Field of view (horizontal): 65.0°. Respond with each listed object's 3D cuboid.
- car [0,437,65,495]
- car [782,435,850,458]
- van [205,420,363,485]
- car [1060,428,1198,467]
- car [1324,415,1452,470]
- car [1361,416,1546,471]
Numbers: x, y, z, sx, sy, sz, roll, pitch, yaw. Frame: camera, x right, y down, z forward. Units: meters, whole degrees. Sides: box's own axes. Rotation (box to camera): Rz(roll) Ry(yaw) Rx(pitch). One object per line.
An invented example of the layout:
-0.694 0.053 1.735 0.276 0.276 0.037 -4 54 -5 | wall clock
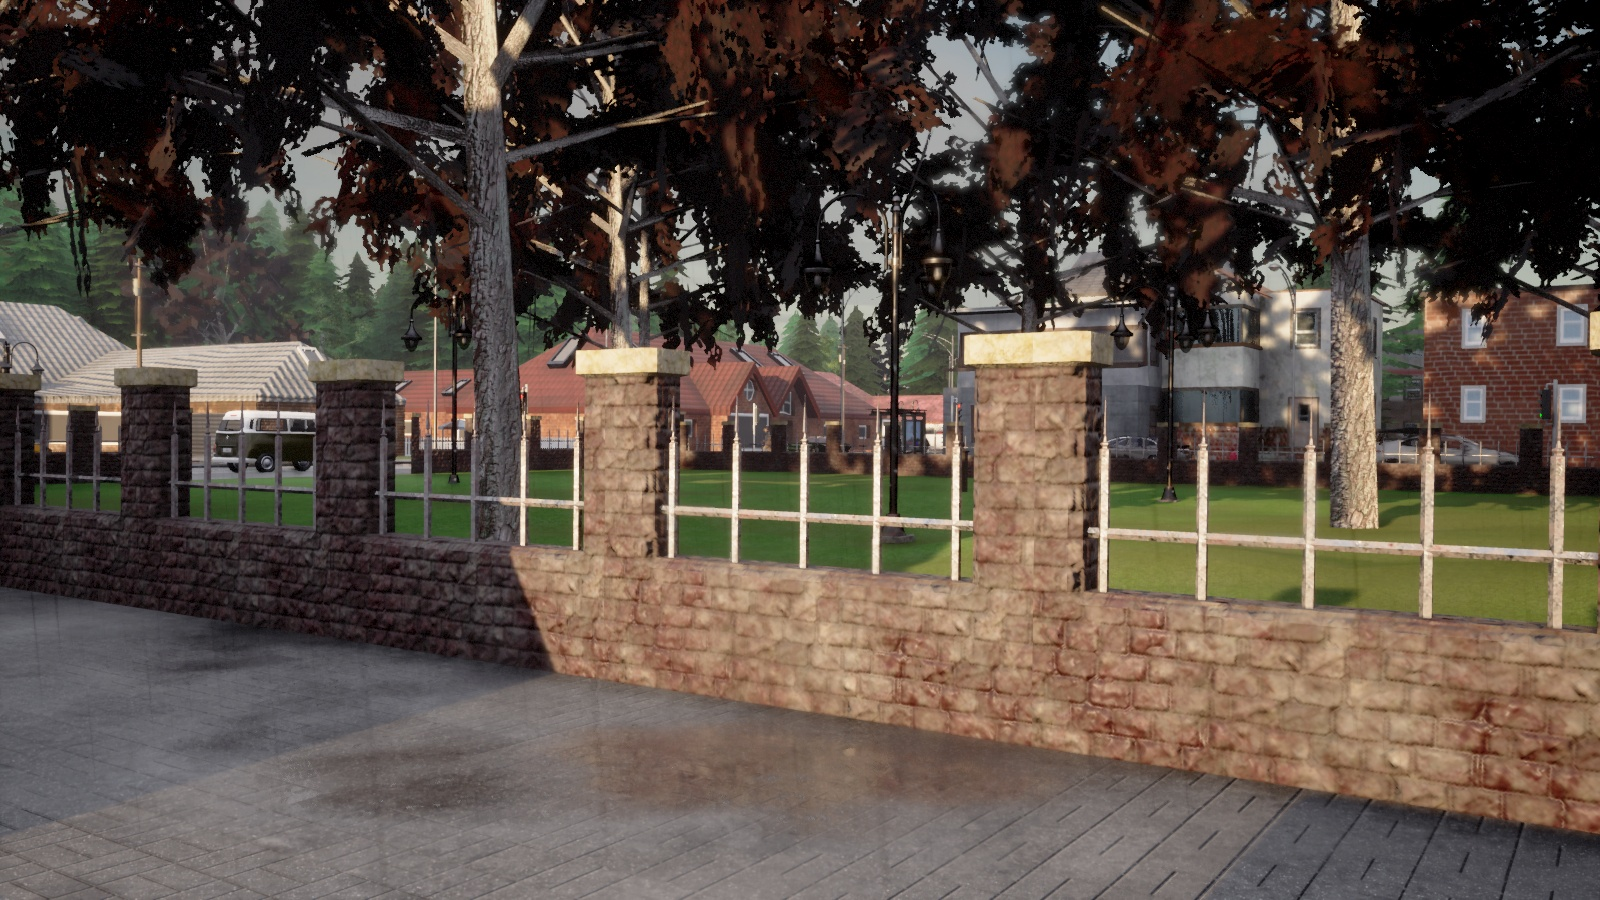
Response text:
-22.672 0.457 33.476 1.882 1.535 5.008 0 1 32 | car
1.032 -0.222 76.529 1.895 1.301 4.718 0 1 34 | car
-17.129 0.038 41.871 2.069 2.038 4.480 0 1 32 | van
13.053 -0.112 49.923 4.902 1.511 2.128 0 1 34 | car
20.905 -0.272 44.696 3.866 1.878 1.905 0 1 34 | car
20.780 -0.224 39.987 5.027 1.651 2.152 0 1 33 | car
